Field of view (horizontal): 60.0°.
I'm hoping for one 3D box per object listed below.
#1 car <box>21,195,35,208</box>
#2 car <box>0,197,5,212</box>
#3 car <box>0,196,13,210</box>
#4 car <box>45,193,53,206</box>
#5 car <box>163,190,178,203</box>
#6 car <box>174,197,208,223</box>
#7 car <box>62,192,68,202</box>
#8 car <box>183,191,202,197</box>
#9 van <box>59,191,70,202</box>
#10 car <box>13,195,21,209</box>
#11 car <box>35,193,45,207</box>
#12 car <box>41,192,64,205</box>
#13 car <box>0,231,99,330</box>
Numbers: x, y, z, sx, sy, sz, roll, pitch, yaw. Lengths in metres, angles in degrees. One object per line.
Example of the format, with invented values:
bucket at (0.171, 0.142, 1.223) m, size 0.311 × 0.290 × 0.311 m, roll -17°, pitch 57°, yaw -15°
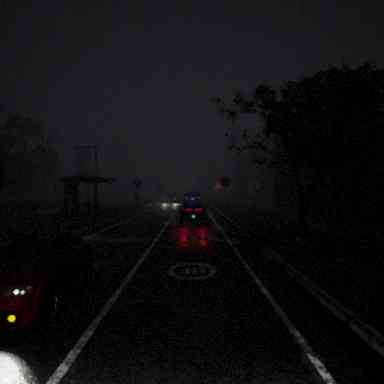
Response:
car at (-22.114, 1.222, 39.705) m, size 5.008 × 1.535 × 2.097 m, roll 0°, pitch 0°, yaw 0°
car at (-22.098, 1.300, 34.155) m, size 4.674 × 1.452 × 2.002 m, roll 0°, pitch 0°, yaw 0°
car at (-8.958, 1.177, 10.061) m, size 5.566 × 2.045 × 2.435 m, roll 0°, pitch 0°, yaw 0°
car at (-22.145, 1.215, 45.255) m, size 4.792 × 1.488 × 2.163 m, roll 0°, pitch 0°, yaw 0°
car at (-3.320, 0.683, 51.453) m, size 2.097 × 1.767 × 4.553 m, roll 0°, pitch 8°, yaw 0°
car at (0.099, 1.337, 23.674) m, size 2.128 × 1.511 × 4.902 m, roll 0°, pitch 0°, yaw 0°
car at (-22.153, 1.180, 50.807) m, size 4.792 × 1.488 × 2.163 m, roll 0°, pitch 0°, yaw 0°
car at (0.098, 0.860, 41.615) m, size 2.150 × 2.045 × 5.566 m, roll 0°, pitch 1°, yaw 0°
van at (-22.010, 0.907, 53.579) m, size 4.442 × 1.987 × 1.878 m, roll 0°, pitch 0°, yaw 0°
car at (-22.135, 1.115, 36.929) m, size 4.553 × 1.767 × 2.185 m, roll 0°, pitch 0°, yaw 0°
car at (-22.106, 1.205, 42.481) m, size 4.892 × 1.521 × 2.231 m, roll 0°, pitch 0°, yaw 0°
car at (-21.933, 1.165, 48.030) m, size 5.366 × 1.575 × 1.946 m, roll 0°, pitch 0°, yaw 0°
car at (-3.350, 1.526, 6.842) m, size 1.994 × 1.385 × 4.181 m, roll 0°, pitch 0°, yaw 0°
